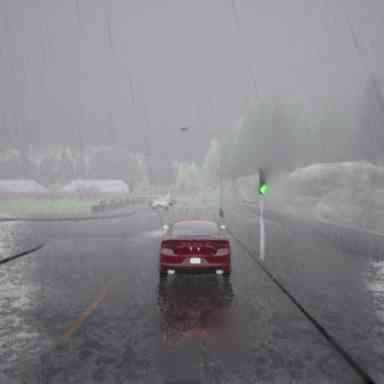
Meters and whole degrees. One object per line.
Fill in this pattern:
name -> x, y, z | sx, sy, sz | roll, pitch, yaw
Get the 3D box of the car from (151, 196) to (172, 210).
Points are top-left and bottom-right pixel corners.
car -> -4.097, 1.547, 44.193 | 1.812, 1.442, 4.674 | 0, 0, 0

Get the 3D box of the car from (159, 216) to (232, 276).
car -> 0.084, 1.483, 10.357 | 1.882, 1.535, 5.008 | 0, 0, 0

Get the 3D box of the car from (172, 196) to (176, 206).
car -> -4.083, 1.552, 54.111 | 1.812, 1.442, 4.674 | 0, 0, 1
